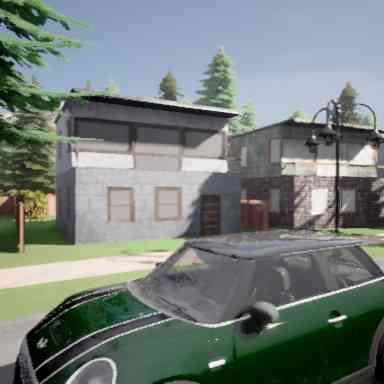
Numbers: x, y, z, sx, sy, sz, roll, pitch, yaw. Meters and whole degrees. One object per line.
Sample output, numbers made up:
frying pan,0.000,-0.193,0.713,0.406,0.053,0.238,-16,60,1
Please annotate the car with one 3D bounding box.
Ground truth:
car,0.472,1.331,3.897,4.553,1.767,2.097,0,0,-32
